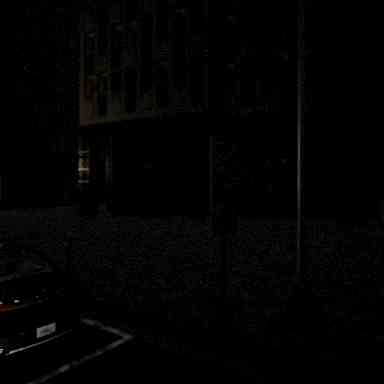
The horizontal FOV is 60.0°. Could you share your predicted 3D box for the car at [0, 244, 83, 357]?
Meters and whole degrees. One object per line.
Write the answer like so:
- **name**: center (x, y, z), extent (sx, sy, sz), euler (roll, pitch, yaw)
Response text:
- **car**: center (-3.661, 1.551, 5.571), extent (4.403, 1.369, 2.008), euler (0, 0, 35)
